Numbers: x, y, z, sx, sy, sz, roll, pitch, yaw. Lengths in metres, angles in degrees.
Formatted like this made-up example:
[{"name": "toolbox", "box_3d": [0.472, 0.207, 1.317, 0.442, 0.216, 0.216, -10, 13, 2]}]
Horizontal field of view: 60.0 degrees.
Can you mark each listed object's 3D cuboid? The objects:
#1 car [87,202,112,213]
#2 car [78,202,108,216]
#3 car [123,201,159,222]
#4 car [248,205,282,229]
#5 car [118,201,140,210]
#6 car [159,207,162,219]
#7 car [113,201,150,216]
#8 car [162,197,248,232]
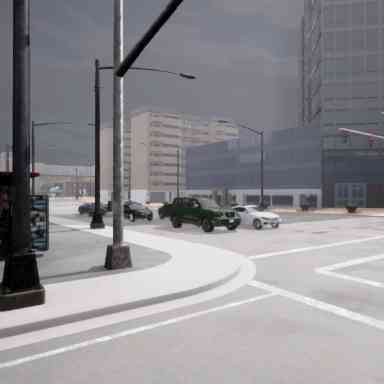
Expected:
[{"name": "car", "box_3d": [-12.734, 2.060, 45.719, 1.994, 1.385, 4.181, 0, -1, -35]}, {"name": "car", "box_3d": [-11.411, 1.939, 37.880, 2.033, 1.411, 5.357, 0, -1, -36]}, {"name": "car", "box_3d": [-5.165, 1.741, 29.264, 1.837, 1.490, 4.892, 0, -1, -36]}, {"name": "car", "box_3d": [3.908, 1.635, 22.695, 1.812, 1.442, 4.674, 0, -1, -35]}, {"name": "car", "box_3d": [-10.438, 2.147, 54.736, 1.994, 1.385, 4.181, 0, -1, -36]}, {"name": "car", "box_3d": [-1.391, 1.740, 30.083, 1.812, 1.442, 4.674, 0, -1, -36]}, {"name": "car", "box_3d": [-6.903, 1.841, 37.626, 2.128, 1.511, 4.902, 0, -1, -36]}, {"name": "car", "box_3d": [0.641, 1.335, 21.264, 2.150, 2.045, 5.566, 0, -1, -36]}]
